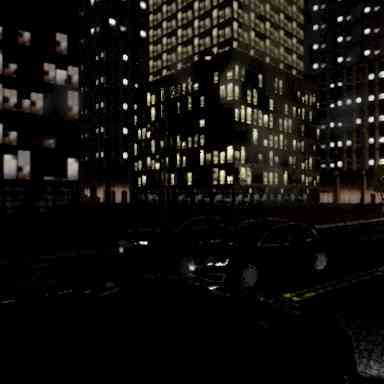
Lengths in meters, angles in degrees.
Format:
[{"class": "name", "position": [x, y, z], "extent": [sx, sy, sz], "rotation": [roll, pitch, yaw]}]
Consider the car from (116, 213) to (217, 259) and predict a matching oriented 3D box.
[{"class": "car", "position": [-0.198, 1.515, 11.664], "extent": [4.902, 1.511, 2.128], "rotation": [0, 0, -37]}]

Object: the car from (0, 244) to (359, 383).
[{"class": "car", "position": [-0.170, 1.571, 3.377], "extent": [4.181, 1.385, 1.994], "rotation": [0, 0, -36]}]

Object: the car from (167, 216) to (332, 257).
[{"class": "car", "position": [1.941, 1.526, 9.203], "extent": [4.892, 1.490, 1.837], "rotation": [0, 0, -37]}]
